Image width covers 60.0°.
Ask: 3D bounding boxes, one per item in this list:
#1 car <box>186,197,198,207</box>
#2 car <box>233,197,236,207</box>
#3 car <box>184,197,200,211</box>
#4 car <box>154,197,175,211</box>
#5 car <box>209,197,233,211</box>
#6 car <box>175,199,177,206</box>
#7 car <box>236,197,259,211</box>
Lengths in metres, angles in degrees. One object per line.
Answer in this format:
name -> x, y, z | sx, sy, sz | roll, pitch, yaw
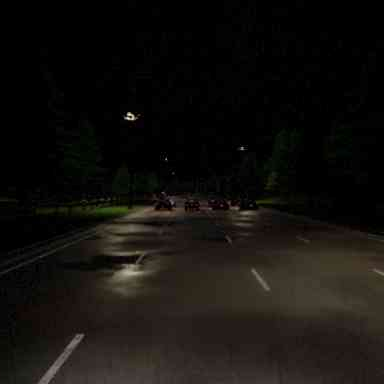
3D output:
car -> 0.000, 1.523, 51.176 | 1.812, 1.442, 4.674 | 0, 0, 0
car -> 7.000, 1.523, 51.176 | 1.812, 1.442, 4.674 | 0, 0, 0
car -> 0.000, 1.545, 40.756 | 2.033, 1.411, 5.357 | 0, 0, 0
car -> -3.500, 1.523, 41.173 | 1.812, 1.442, 4.674 | 0, 0, 0
car -> 3.500, 1.562, 41.173 | 1.994, 1.385, 4.181 | 0, 0, 0
car -> -3.500, 1.522, 51.176 | 1.812, 1.442, 4.674 | 0, 0, 0
car -> 7.000, 1.562, 41.173 | 1.994, 1.385, 4.181 | 0, 0, 0
